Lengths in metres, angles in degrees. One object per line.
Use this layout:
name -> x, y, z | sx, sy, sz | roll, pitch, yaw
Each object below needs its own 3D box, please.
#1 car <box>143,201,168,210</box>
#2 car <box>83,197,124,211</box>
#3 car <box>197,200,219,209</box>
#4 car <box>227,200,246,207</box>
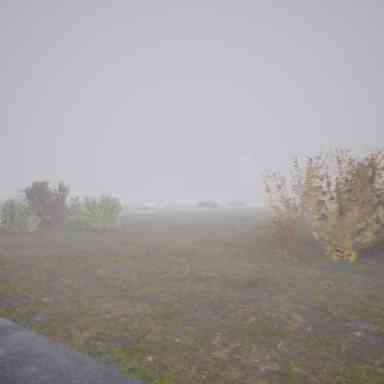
car -> -5.655, 2.110, 52.026 | 1.812, 1.442, 4.674 | -1, -2, 36
car -> -11.547, 1.696, 43.866 | 2.150, 2.045, 5.566 | -1, -2, 36
car -> 2.887, 2.097, 57.714 | 1.882, 1.535, 5.008 | -1, -1, 36
car -> 8.913, 2.281, 66.115 | 2.033, 1.411, 5.357 | -1, -1, 36
